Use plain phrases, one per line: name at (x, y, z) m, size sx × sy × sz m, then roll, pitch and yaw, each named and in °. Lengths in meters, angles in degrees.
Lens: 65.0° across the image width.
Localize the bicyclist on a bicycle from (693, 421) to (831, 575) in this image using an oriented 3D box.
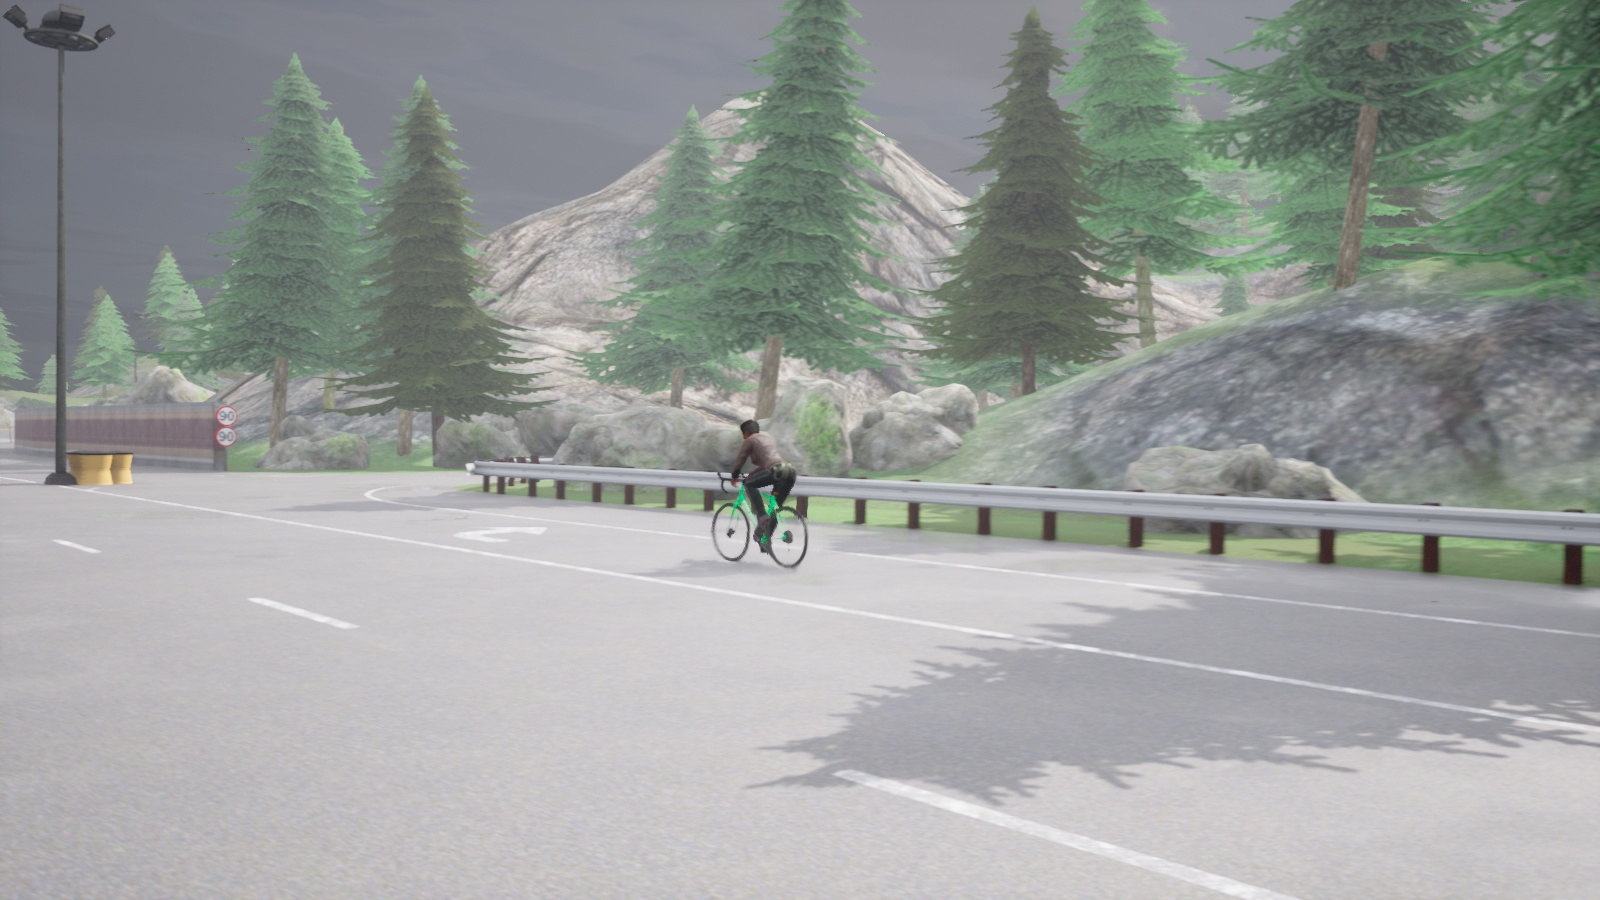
bicyclist on a bicycle at (-0.444, 0.497, 13.981) m, size 0.582 × 1.620 × 1.656 m, roll -1°, pitch 1°, yaw -42°
